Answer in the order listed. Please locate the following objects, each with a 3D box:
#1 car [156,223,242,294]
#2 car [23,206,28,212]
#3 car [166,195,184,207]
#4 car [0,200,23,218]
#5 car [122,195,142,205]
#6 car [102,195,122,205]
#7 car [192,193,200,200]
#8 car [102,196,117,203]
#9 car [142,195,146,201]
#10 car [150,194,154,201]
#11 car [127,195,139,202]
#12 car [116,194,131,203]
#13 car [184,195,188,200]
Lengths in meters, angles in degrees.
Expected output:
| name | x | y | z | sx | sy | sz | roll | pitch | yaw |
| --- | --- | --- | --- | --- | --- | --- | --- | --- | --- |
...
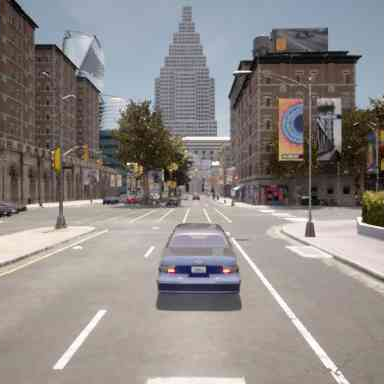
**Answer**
| name | x | y | z | sx | sy | sz | roll | pitch | yaw |
| --- | --- | --- | --- | --- | --- | --- | --- | --- | --- |
| car | 0.177 | 1.549 | 8.945 | 2.033 | 1.411 | 5.357 | 0 | 0 | 1 |
| car | -19.971 | 1.553 | 34.204 | 5.357 | 1.411 | 2.033 | 0 | 0 | -13 |
| car | -2.788 | 1.512 | 50.724 | 1.837 | 1.490 | 4.892 | 1 | 0 | 4 |
| car | -18.041 | 1.509 | 29.317 | 4.892 | 1.490 | 1.837 | 0 | 0 | 0 |
| car | -10.798 | 1.487 | 59.873 | 1.882 | 1.535 | 5.008 | 0 | 0 | 1 |
| car | -14.318 | 1.610 | 58.693 | 1.895 | 1.301 | 4.718 | 0 | 0 | 1 |
| car | 1.169 | 1.363 | 90.024 | 2.097 | 1.767 | 4.553 | 0 | 0 | 1 |
| car | -17.348 | 1.605 | 69.848 | 1.895 | 1.301 | 4.718 | 0 | 0 | 1 |
| car | -10.600 | 1.511 | 69.669 | 1.837 | 1.490 | 4.892 | 0 | 0 | 1 |
| car | -10.469 | 1.367 | 79.657 | 2.097 | 1.767 | 4.553 | 0 | 0 | 1 |
| car | -13.979 | 1.490 | 78.899 | 1.882 | 1.535 | 5.008 | 0 | 0 | 1 |
| car | -14.112 | 1.366 | 68.800 | 2.097 | 1.767 | 4.553 | 0 | 0 | 1 |
| car | -2.330 | 1.533 | 90.100 | 1.812 | 1.442 | 4.674 | 0 | 0 | 1 |
